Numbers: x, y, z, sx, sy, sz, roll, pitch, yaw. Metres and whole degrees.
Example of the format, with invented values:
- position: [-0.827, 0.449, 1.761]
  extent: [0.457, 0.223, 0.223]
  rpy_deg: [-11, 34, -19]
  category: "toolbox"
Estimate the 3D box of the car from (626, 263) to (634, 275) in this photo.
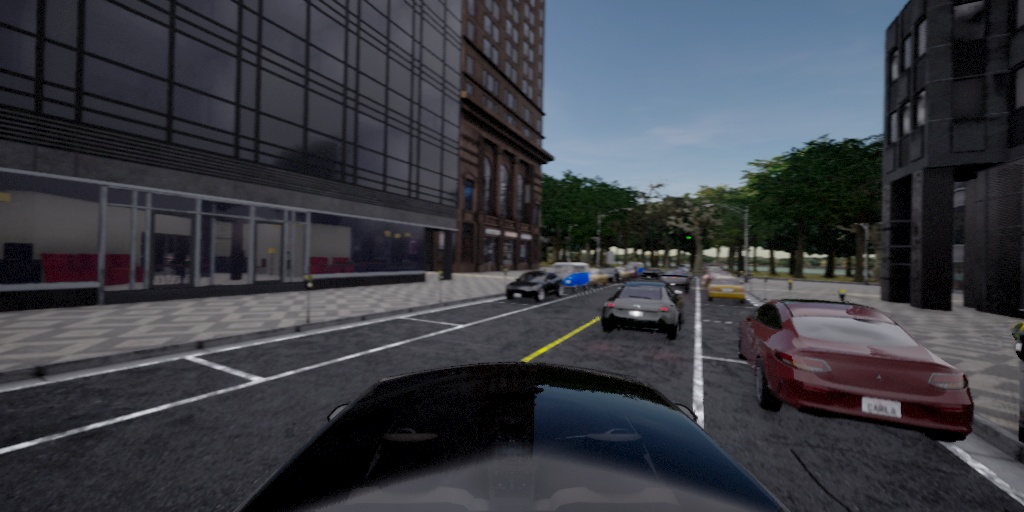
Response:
- position: [11.170, 1.763, 37.381]
  extent: [1.751, 1.417, 4.829]
  rpy_deg: [0, 0, 27]
  category: "car"

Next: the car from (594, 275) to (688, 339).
- position: [4.085, 1.465, 10.912]
  extent: [1.994, 1.385, 4.181]
  rpy_deg: [1, 0, 27]
  category: "car"

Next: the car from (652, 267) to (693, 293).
- position: [11.345, 1.647, 24.934]
  extent: [2.128, 1.511, 4.902]
  rpy_deg: [1, -1, 27]
  category: "car"

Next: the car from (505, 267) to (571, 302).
- position: [1.253, 1.448, 18.218]
  extent: [1.948, 1.339, 4.313]
  rpy_deg: [0, 0, 27]
  category: "car"

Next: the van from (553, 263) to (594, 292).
- position: [3.752, 1.311, 23.046]
  extent: [1.690, 1.789, 3.998]
  rpy_deg: [0, 0, 27]
  category: "van"

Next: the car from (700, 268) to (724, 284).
- position: [13.820, 1.753, 23.955]
  extent: [1.888, 1.381, 4.507]
  rpy_deg: [0, 0, 27]
  category: "car"

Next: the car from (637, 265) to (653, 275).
- position: [15.527, 1.952, 39.859]
  extent: [1.895, 1.301, 4.718]
  rpy_deg: [1, 0, 28]
  category: "car"

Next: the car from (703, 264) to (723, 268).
- position: [16.319, 1.737, 28.783]
  extent: [1.967, 1.591, 4.097]
  rpy_deg: [0, 0, 27]
  category: "car"

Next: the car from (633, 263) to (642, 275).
- position: [13.747, 1.767, 42.360]
  extent: [1.967, 1.591, 4.097]
  rpy_deg: [0, 0, 27]
  category: "car"

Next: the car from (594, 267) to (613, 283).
- position: [6.173, 1.584, 27.724]
  extent: [1.751, 1.417, 4.829]
  rpy_deg: [0, 0, 27]
  category: "car"

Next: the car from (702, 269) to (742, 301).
- position: [11.399, 1.645, 19.277]
  extent: [1.751, 1.417, 4.829]
  rpy_deg: [0, 0, 27]
  category: "car"

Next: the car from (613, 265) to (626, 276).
- position: [8.750, 1.714, 32.703]
  extent: [1.948, 1.339, 4.313]
  rpy_deg: [0, 0, 27]
  category: "car"

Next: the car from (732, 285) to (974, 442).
- position: [4.822, 1.411, 5.701]
  extent: [1.812, 1.442, 4.674]
  rpy_deg: [1, 0, 27]
  category: "car"
